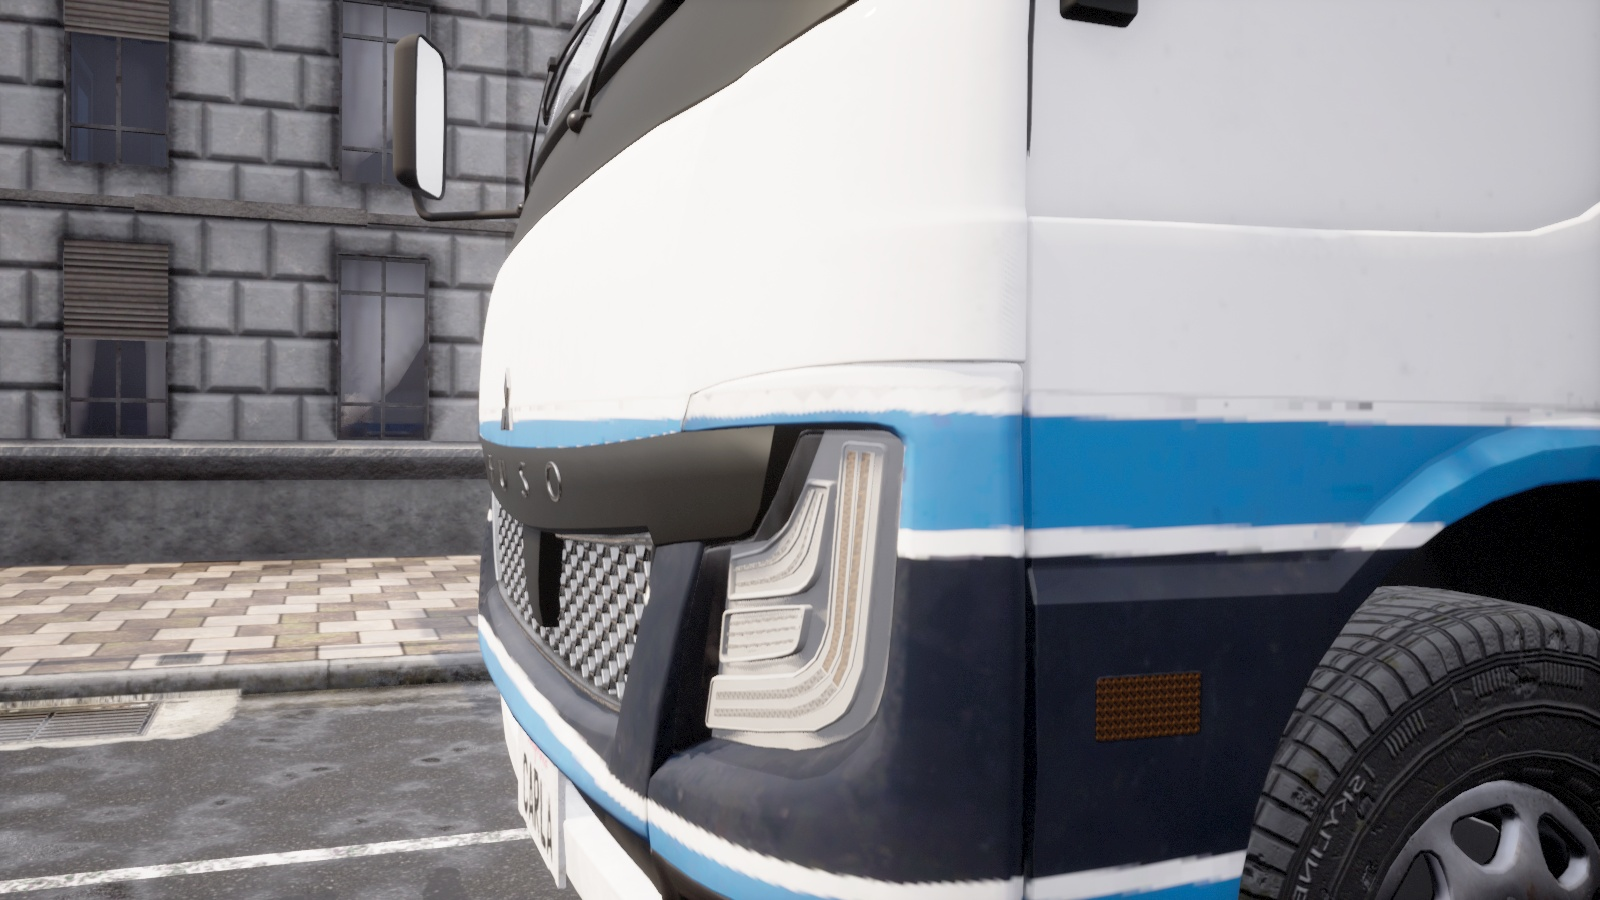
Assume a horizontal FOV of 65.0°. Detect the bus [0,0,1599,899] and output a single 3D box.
[{"bbox_3d":[3.494,-0.691,4.577,10.273,4.253,3.944,-1,1,-21],"label":"bus"}]
